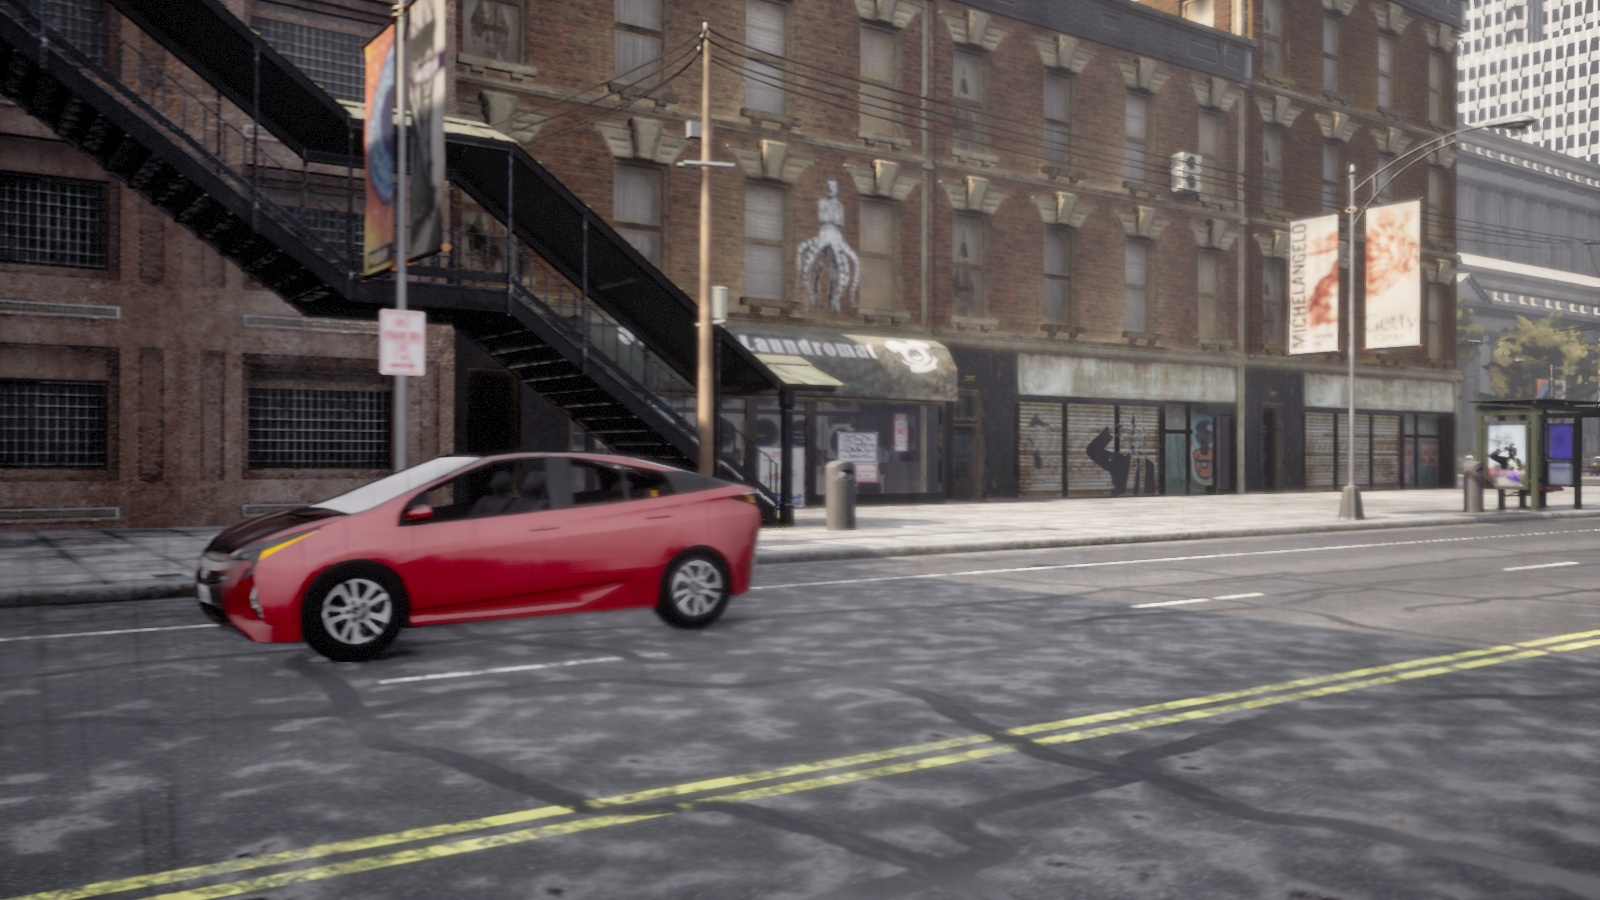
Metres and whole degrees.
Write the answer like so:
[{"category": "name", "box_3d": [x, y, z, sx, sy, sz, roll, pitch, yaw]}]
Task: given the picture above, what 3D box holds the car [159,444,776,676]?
[{"category": "car", "box_3d": [-2.627, 0.729, 10.383, 4.514, 1.525, 2.007, 0, 0, -35]}]
